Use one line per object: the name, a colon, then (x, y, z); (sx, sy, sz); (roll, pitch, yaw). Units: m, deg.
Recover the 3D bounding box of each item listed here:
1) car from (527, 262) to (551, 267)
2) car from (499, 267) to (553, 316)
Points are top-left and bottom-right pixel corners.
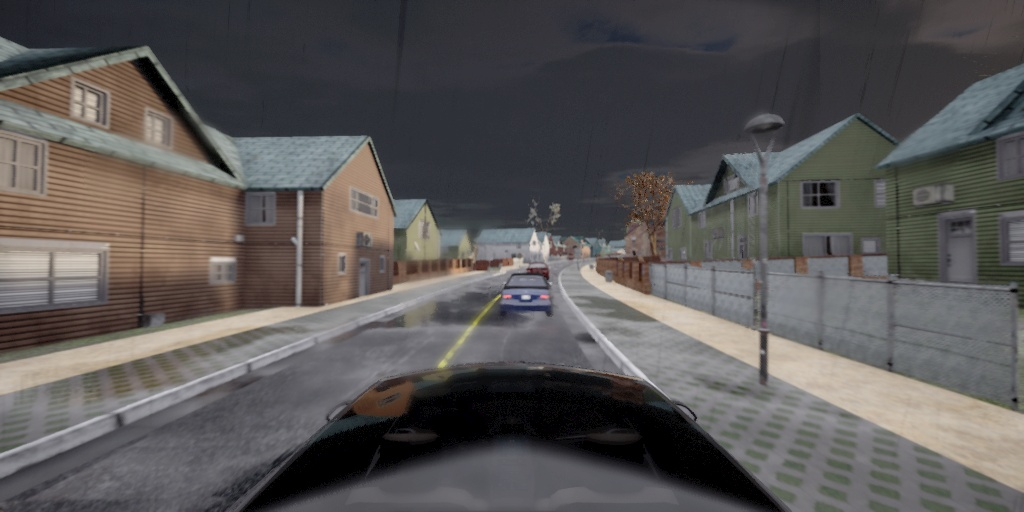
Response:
car: (2.257, 1.259, 30.640); (1.882, 1.535, 5.008); (0, 0, 7)
car: (0.577, 1.332, 13.599); (2.033, 1.411, 5.357); (0, 0, 3)
